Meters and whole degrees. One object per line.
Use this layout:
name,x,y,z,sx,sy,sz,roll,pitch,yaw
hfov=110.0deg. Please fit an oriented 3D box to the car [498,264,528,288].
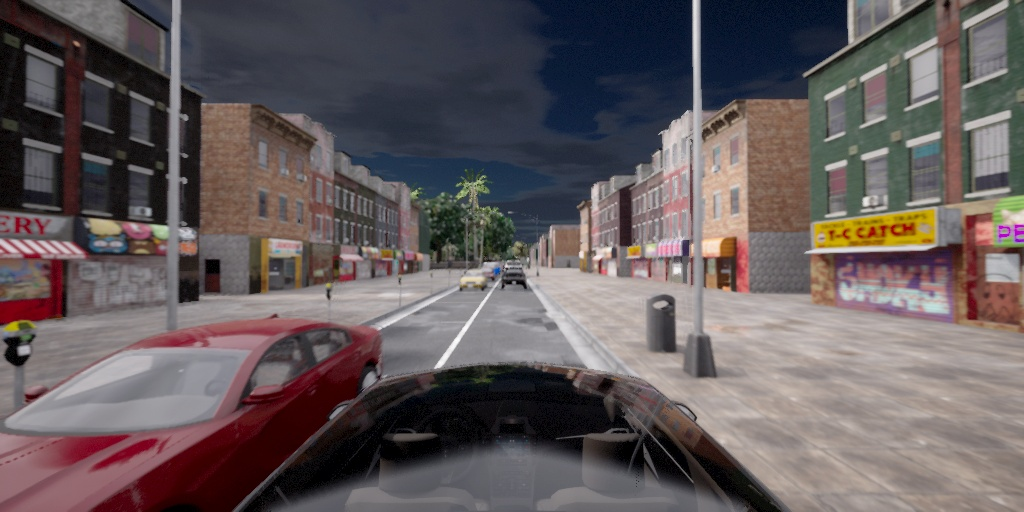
car,0.143,1.605,27.215,1.837,1.490,4.892,0,0,0

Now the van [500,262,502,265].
van,-2.562,1.737,46.921,1.690,1.789,3.998,0,0,0

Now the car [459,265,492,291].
car,-2.599,1.593,24.899,1.751,1.417,4.829,0,0,0

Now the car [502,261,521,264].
car,0.170,1.571,43.726,2.150,2.045,5.566,0,-1,0

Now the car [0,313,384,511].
car,-2.637,1.315,3.215,1.888,1.381,4.507,0,0,0

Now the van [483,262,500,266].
van,-2.571,1.654,41.457,1.690,1.789,3.998,0,0,0

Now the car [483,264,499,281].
car,-2.580,1.812,35.994,1.802,1.307,4.207,0,0,0
